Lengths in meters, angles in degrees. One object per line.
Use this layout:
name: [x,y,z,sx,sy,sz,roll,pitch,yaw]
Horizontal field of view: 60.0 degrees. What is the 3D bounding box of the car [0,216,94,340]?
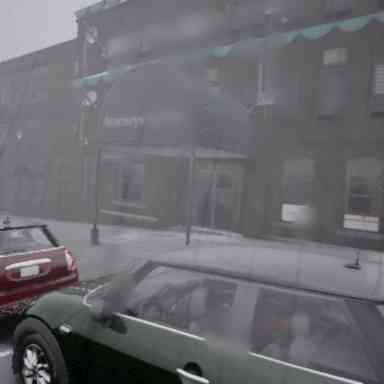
car: [-4.361,1.288,6.645,4.553,1.767,2.185,1,0,36]
